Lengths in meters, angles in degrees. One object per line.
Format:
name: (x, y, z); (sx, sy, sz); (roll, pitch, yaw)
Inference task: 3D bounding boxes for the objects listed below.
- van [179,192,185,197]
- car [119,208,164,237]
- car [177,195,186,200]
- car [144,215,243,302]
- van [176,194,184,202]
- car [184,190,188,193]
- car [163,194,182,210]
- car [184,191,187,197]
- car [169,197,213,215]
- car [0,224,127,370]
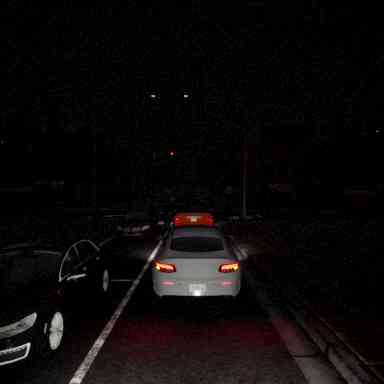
van: (-2.724, 1.360, 65.685); (1.690, 1.788, 3.998); (-1, 0, 0)
car: (-2.674, 1.582, 16.751); (1.802, 1.307, 4.206); (-2, 0, 0)
car: (-2.737, 1.430, 87.849); (2.008, 1.369, 4.403); (-1, 0, 0)
car: (0.093, 1.523, 8.149); (1.812, 1.442, 4.674); (0, 0, 0)
van: (-2.733, 1.302, 76.765); (1.690, 1.788, 3.998); (-1, 0, 0)
car: (-2.744, 1.132, 93.398); (2.192, 1.841, 5.009); (-1, 1, 0)
car: (-2.705, 1.484, 43.529); (1.967, 1.590, 4.097); (-2, 0, 0)
car: (-2.730, 1.308, 71.228); (2.192, 1.841, 5.009); (-1, 0, 0)
car: (0.083, 1.353, 18.112); (2.097, 1.767, 4.553); (0, 0, 0)
car: (-2.664, 1.548, 5.857); (2.008, 1.369, 4.403); (-2, 0, 0)
